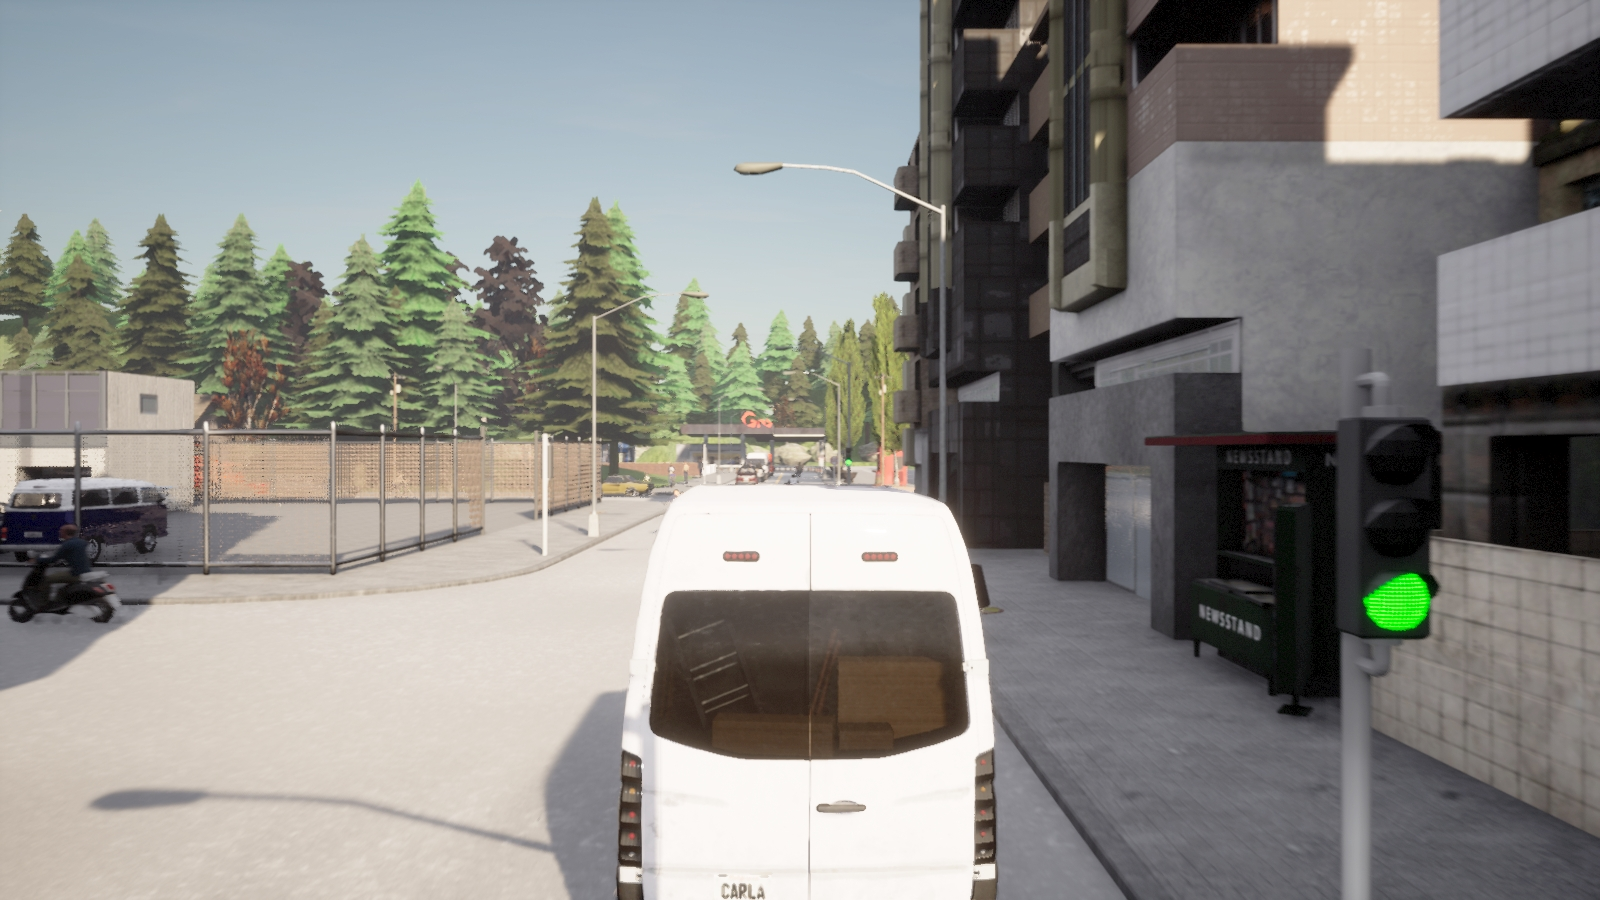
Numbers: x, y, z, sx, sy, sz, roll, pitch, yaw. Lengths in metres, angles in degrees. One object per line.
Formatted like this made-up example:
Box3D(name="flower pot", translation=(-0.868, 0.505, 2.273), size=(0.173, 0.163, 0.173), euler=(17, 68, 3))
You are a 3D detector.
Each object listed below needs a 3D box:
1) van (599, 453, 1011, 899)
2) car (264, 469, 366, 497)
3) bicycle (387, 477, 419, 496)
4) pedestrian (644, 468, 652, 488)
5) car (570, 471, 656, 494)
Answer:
Box3D(name="van", translation=(-0.098, 1.315, 8.510), size=(1.988, 2.561, 5.915), euler=(0, 0, -2))
Box3D(name="car", translation=(-27.088, 1.850, 63.912), size=(4.792, 1.488, 2.163), euler=(0, 0, 0))
Box3D(name="bicycle", translation=(-22.202, 2.043, 63.915), size=(1.487, 1.080, 0.859), euler=(0, 0, 0))
Box3D(name="pedestrian", translation=(-9.858, 1.813, 74.089), size=(0.375, 1.300, 0.375), euler=(0, 0, 23))
Box3D(name="car", translation=(-11.095, 1.942, 67.940), size=(4.718, 1.301, 1.895), euler=(0, 0, 4))
